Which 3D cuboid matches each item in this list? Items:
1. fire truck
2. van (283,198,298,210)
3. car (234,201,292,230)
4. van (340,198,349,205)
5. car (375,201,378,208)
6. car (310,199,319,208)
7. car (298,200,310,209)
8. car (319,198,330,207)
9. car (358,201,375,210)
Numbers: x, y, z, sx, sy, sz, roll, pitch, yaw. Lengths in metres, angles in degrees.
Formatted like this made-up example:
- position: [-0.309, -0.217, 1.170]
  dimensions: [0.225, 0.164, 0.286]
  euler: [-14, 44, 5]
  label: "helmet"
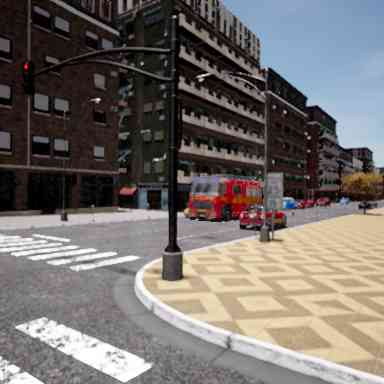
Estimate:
- position: [3.216, 0.474, 29.464]
  dimensions: [2.891, 3.827, 8.468]
  euler: [1, 0, 35]
  label: "fire truck"
- position: [14.039, 1.786, 49.699]
  dimensions: [1.690, 1.788, 3.998]
  euler: [0, -1, 35]
  label: "van"
- position: [4.730, 1.557, 21.764]
  dimensions: [1.967, 1.590, 4.097]
  euler: [0, -1, 35]
  label: "car"
- position: [39.815, 2.475, 86.822]
  dimensions: [1.690, 1.788, 3.998]
  euler: [0, -1, 35]
  label: "van"
- position: [36.995, 2.528, 68.135]
  dimensions: [2.008, 1.369, 4.403]
  euler: [0, -1, 35]
  label: "car"
- position: [20.490, 2.162, 58.970]
  dimensions: [1.887, 1.381, 4.507]
  euler: [0, -1, 35]
  label: "car"
- position: [17.265, 1.971, 54.334]
  dimensions: [1.967, 1.590, 4.097]
  euler: [0, -1, 35]
  label: "car"
- position: [26.945, 2.104, 68.248]
  dimensions: [2.192, 1.841, 5.009]
  euler: [0, -1, 35]
  label: "car"
- position: [30.542, 2.371, 58.861]
  dimensions: [1.947, 1.339, 4.313]
  euler: [0, -1, 35]
  label: "car"
